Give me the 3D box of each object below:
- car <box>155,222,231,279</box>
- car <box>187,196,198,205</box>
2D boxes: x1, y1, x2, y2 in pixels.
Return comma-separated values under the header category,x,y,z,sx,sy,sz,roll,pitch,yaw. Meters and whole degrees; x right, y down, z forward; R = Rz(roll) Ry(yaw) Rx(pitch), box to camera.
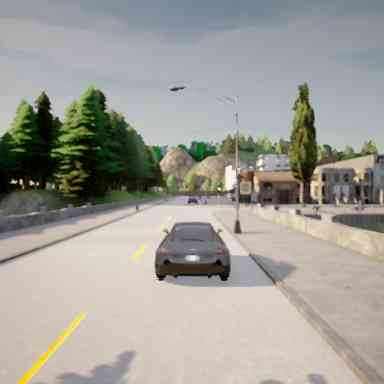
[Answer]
category,x,y,z,sx,sy,sz,roll,pitch,yaw
car,0.020,1.582,10.080,1.994,1.385,4.181,0,0,0
car,0.145,1.602,63.278,1.837,1.490,4.892,0,0,0
